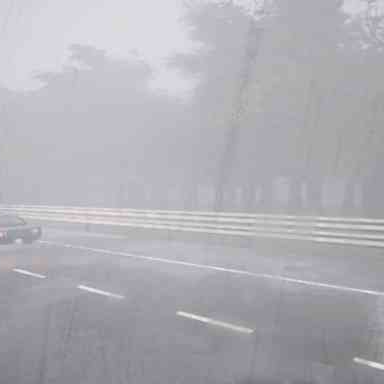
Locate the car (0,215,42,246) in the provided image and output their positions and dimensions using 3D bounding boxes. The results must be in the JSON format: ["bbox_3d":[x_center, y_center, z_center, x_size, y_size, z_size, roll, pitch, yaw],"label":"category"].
[{"bbox_3d":[-8.589,1.635,14.312,4.718,1.301,1.895,0,0,36],"label":"car"}]
